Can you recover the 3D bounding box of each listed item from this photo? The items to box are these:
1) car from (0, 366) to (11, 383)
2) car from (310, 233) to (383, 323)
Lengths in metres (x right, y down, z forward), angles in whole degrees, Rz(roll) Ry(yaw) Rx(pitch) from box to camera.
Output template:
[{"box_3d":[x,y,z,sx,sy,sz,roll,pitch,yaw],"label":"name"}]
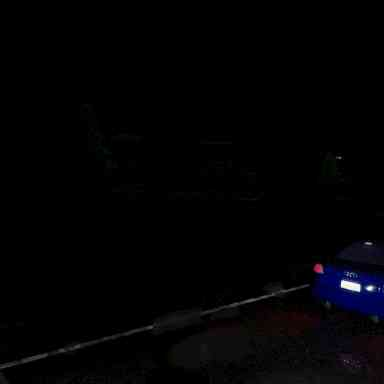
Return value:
[{"box_3d":[-3.355,1.601,1.356,4.718,1.301,1.895,0,0,-35],"label":"car"},{"box_3d":[4.322,1.564,6.825,4.181,1.385,1.994,0,0,-36],"label":"car"}]
